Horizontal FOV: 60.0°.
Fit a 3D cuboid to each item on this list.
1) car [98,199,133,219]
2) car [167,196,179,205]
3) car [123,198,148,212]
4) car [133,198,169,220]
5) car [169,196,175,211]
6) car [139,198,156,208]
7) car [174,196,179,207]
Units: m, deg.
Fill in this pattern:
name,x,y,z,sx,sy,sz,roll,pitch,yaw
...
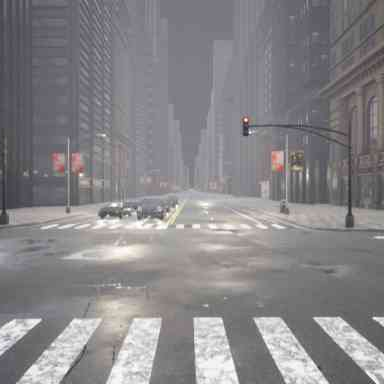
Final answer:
name,x,y,z,sx,sy,sz,roll,pitch,yaw
car,-6.563,1.528,29.348,2.033,1.411,5.357,0,0,4
car,-3.297,1.448,57.838,1.837,1.490,4.892,0,0,0
car,-6.584,1.518,39.446,2.033,1.411,5.357,0,0,0
car,-3.338,1.334,28.091,2.097,1.767,4.553,0,0,0
car,-3.336,1.520,37.565,2.033,1.411,5.357,0,0,0
car,-6.585,1.559,49.532,1.895,1.301,4.718,0,0,0
car,-3.339,1.525,47.464,1.994,1.385,4.181,0,0,0
